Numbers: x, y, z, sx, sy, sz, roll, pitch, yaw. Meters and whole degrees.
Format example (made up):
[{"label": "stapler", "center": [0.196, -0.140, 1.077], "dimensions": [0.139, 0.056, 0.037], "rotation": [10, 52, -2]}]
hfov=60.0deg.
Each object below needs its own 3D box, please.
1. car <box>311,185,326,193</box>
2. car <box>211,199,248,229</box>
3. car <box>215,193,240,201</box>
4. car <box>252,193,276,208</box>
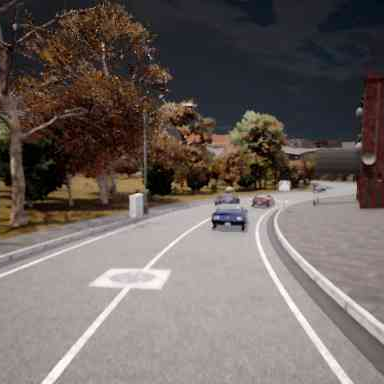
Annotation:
[{"label": "car", "center": [27.137, -0.688, 71.044], "dimensions": [1.812, 1.442, 4.674], "rotation": [5, 5, 41]}, {"label": "car", "center": [2.382, 1.391, 20.024], "dimensions": [1.895, 1.301, 4.718], "rotation": [1, 1, 12]}, {"label": "car", "center": [3.910, 0.823, 36.785], "dimensions": [1.994, 1.385, 4.181], "rotation": [2, 3, 23]}, {"label": "car", "center": [7.988, 0.876, 37.030], "dimensions": [1.812, 1.442, 4.674], "rotation": [2, 3, 23]}]
